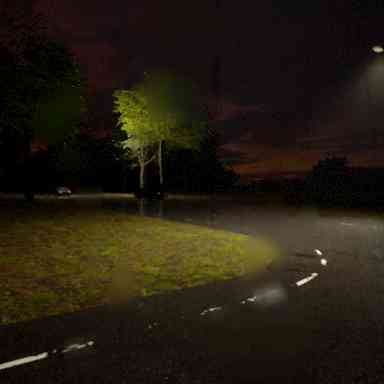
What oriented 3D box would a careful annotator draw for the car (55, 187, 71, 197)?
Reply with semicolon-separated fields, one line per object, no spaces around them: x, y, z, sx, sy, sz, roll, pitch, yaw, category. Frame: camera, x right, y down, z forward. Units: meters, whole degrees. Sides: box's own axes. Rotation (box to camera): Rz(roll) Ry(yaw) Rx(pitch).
-23.133;-0.075;59.560;2.097;1.767;4.553;-1;2;-31;car

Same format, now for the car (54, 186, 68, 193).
-33.873;-0.672;85.836;2.128;1.511;4.902;-1;2;-35;car

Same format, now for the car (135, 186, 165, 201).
-5.981;0.212;46.786;2.150;2.045;5.566;-1;2;-36;car
